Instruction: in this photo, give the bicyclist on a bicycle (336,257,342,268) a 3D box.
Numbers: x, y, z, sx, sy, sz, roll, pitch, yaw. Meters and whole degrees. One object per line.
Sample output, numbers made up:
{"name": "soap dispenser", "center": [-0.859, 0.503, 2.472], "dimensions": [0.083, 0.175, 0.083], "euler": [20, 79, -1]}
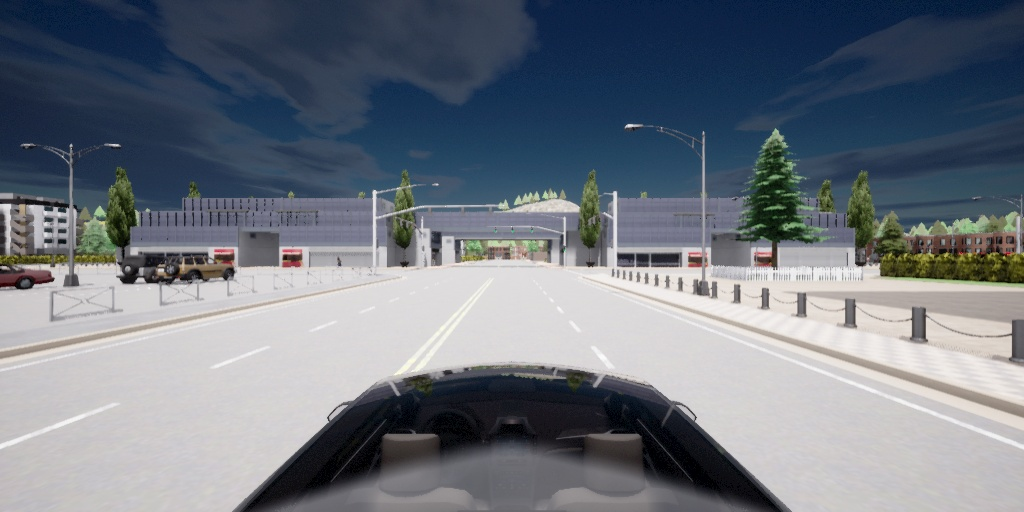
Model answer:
{"name": "bicyclist on a bicycle", "center": [-25.766, 1.026, 53.383], "dimensions": [0.582, 1.620, 1.656], "euler": [0, 0, 2]}
